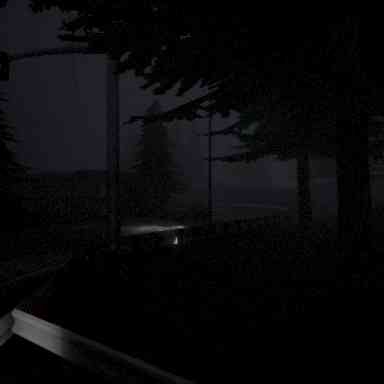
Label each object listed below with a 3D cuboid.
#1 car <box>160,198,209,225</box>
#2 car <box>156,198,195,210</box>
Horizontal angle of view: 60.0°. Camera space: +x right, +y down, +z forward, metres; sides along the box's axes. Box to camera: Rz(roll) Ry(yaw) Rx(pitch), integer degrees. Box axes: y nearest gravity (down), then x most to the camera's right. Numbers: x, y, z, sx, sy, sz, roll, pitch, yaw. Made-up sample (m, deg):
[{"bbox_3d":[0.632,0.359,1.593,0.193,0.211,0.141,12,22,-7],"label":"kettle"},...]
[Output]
[{"bbox_3d":[-0.384,1.465,24.538,1.882,1.535,5.008,0,0,32],"label":"car"},{"bbox_3d":[-2.127,1.510,42.214,4.892,1.490,1.837,-1,-1,38],"label":"car"}]
